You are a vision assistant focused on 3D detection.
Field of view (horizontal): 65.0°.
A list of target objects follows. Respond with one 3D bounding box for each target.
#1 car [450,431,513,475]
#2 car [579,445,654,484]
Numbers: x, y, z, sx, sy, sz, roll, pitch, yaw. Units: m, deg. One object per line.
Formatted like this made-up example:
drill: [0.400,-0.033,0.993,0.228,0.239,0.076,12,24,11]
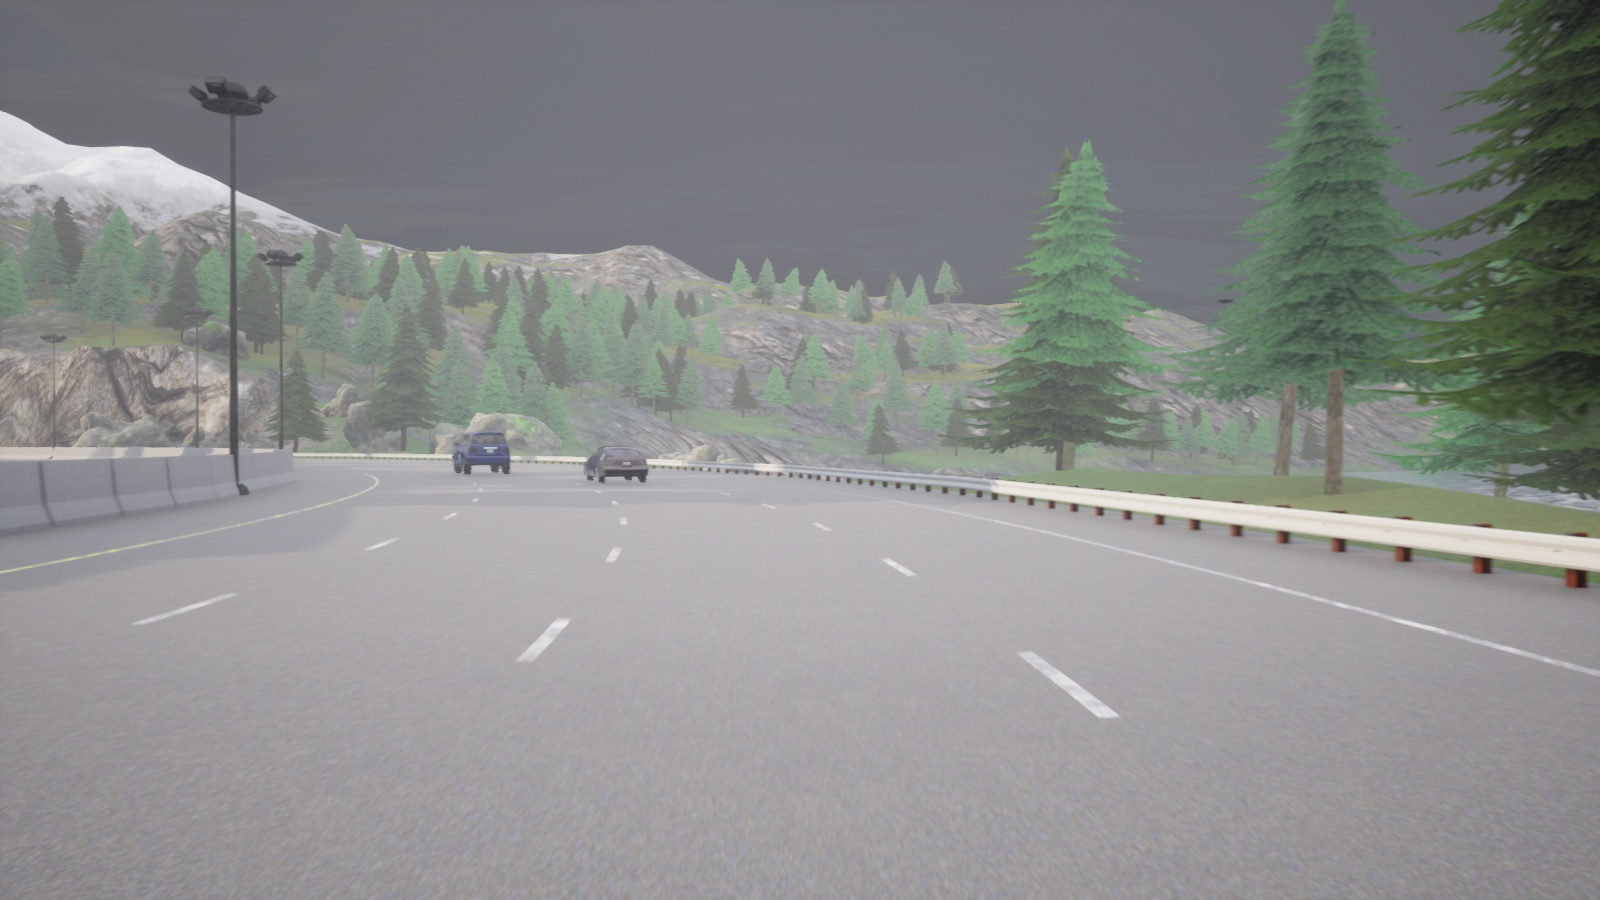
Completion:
car: [-15.710,0.121,61.763,2.150,2.045,5.566,0,0,-23]
car: [-7.180,0.523,48.671,2.033,1.411,5.357,0,0,-18]
